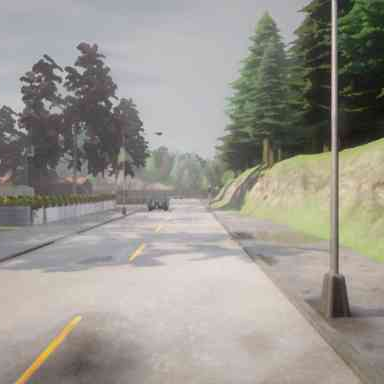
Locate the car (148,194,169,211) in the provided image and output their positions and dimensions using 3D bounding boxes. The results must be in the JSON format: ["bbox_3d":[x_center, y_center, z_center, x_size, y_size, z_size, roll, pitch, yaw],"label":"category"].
[{"bbox_3d":[-4.000,1.325,40.620,2.150,2.045,5.566,0,0,0],"label":"car"}]

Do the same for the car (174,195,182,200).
[{"bbox_3d":[-4.000,1.551,95.448,1.994,1.385,4.181,0,0,0],"label":"car"}]
